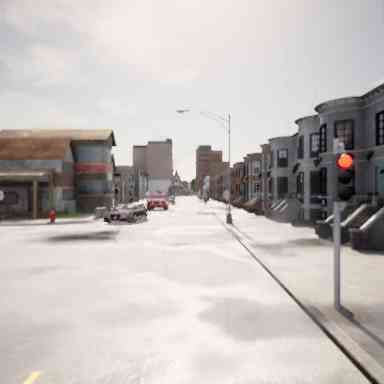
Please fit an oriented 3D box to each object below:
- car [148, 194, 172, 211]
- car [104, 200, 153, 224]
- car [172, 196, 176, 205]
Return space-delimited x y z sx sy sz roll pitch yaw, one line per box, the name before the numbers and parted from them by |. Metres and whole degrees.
car | -4.090 1.220 40.930 2.150 2.045 5.566 0 0 0
car | -4.752 1.563 24.535 1.994 1.385 4.181 0 0 13
car | -4.032 1.504 60.930 1.837 1.490 4.892 0 -1 1
